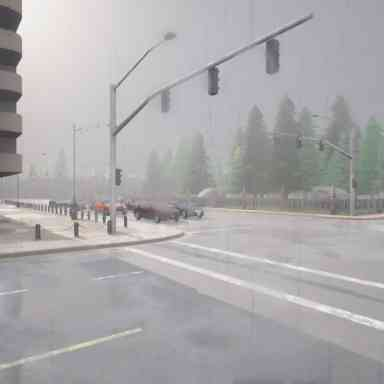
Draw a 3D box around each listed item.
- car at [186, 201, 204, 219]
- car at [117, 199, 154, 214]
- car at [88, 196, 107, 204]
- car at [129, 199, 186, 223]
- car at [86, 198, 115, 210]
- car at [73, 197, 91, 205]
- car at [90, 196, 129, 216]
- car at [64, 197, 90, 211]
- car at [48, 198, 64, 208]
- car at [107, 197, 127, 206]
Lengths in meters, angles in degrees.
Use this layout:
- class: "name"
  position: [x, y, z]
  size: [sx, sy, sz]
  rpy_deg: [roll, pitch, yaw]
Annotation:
- class: "car"
  position: [-0.891, 1.547, 29.735]
  size: [2.128, 1.511, 4.902]
  rpy_deg: [0, 0, -36]
- class: "car"
  position: [-6.407, 1.547, 37.203]
  size: [2.128, 1.511, 4.902]
  rpy_deg: [0, 0, -36]
- class: "car"
  position: [-18.755, 1.547, 66.031]
  size: [2.128, 1.511, 4.902]
  rpy_deg: [0, 0, -36]
- class: "car"
  position: [-2.876, 1.533, 26.530]
  size: [1.882, 1.535, 5.008]
  rpy_deg: [0, 0, -36]
- class: "car"
  position: [-12.572, 1.603, 45.560]
  size: [2.033, 1.411, 5.357]
  rpy_deg: [0, 0, -36]
- class: "car"
  position: [-20.823, 1.656, 62.939]
  size: [1.895, 1.301, 4.718]
  rpy_deg: [0, 0, -36]
- class: "car"
  position: [-8.343, 1.407, 33.925]
  size: [2.097, 1.767, 4.553]
  rpy_deg: [0, 0, -36]
- class: "car"
  position: [-13.770, 1.547, 41.287]
  size: [2.128, 1.511, 4.902]
  rpy_deg: [0, 0, -36]
- class: "car"
  position: [-20.040, 1.603, 49.838]
  size: [2.033, 1.411, 5.357]
  rpy_deg: [0, 0, -36]
- class: "car"
  position: [-13.245, 1.581, 58.590]
  size: [1.812, 1.442, 4.674]
  rpy_deg: [0, 0, -36]
